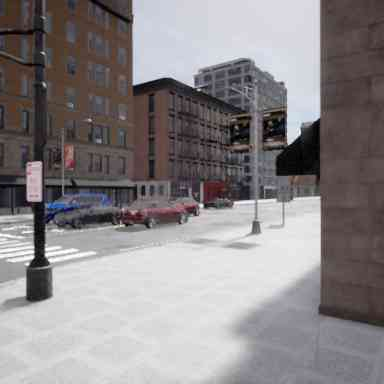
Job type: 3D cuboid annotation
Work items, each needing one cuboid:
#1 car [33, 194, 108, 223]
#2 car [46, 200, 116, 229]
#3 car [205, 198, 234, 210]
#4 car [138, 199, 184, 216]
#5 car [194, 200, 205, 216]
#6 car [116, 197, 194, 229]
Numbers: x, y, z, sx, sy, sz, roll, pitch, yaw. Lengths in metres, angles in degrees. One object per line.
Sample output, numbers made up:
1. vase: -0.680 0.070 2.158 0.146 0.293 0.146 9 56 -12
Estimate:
1. car: -8.466 1.158 24.070 2.150 2.045 5.566 0 0 35
2. car: -6.468 1.461 21.263 1.812 1.442 4.674 0 0 37
3. car: 3.258 1.451 40.669 1.895 1.301 4.718 0 0 35
4. car: -2.856 1.421 32.018 1.812 1.442 4.674 0 0 35
5. car: -1.249 1.250 28.655 2.097 1.767 4.553 0 0 35
6. car: -2.228 1.272 21.286 2.097 1.767 4.553 0 0 35
